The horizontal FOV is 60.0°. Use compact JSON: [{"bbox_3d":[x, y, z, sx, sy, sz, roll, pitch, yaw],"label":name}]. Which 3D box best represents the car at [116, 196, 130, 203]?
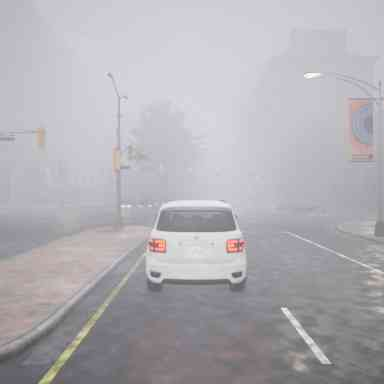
[{"bbox_3d":[-14.466,1.594,69.824,1.895,1.301,4.718,0,0,0],"label":"car"}]

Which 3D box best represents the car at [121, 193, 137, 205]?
[{"bbox_3d":[-11.326,1.491,59.772,2.128,1.511,4.902,0,0,1],"label":"car"}]

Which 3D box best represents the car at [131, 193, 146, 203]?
[{"bbox_3d":[-11.218,1.224,69.691,2.150,2.045,5.566,0,0,0],"label":"car"}]

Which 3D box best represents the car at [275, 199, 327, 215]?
[{"bbox_3d":[10.780,1.491,33.086,4.902,1.511,2.128,0,0,4],"label":"car"}]

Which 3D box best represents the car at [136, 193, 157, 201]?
[{"bbox_3d":[-7.845,1.351,57.989,2.097,1.767,4.553,0,0,0],"label":"car"}]

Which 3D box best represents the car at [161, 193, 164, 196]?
[{"bbox_3d":[-7.680,1.224,78.808,2.150,2.045,5.566,0,0,0],"label":"car"}]

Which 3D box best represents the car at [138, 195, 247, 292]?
[{"bbox_3d":[0.108,1.221,9.101,2.150,2.045,5.566,0,0,1],"label":"car"}]

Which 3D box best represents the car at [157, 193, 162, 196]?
[{"bbox_3d":[-7.734,1.525,68.204,1.812,1.442,4.674,0,0,1],"label":"car"}]

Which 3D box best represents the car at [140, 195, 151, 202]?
[{"bbox_3d":[-11.175,1.524,80.129,2.128,1.511,4.902,0,0,0],"label":"car"}]
